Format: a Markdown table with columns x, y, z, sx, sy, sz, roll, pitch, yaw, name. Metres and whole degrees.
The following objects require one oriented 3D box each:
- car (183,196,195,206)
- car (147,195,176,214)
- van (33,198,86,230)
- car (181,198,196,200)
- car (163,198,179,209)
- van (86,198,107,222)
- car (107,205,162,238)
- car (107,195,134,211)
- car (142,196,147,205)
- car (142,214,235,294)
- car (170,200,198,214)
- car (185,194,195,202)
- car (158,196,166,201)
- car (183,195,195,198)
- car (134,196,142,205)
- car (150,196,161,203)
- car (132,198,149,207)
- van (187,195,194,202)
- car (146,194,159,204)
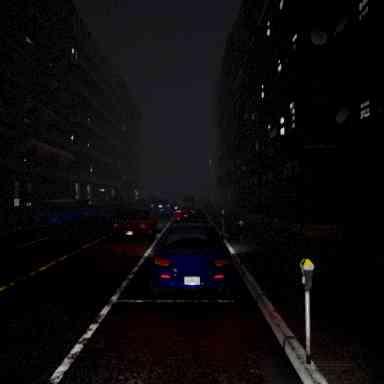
| x | y | z | sx | sy | sz | roll | pitch | yaw | name |
| --- | --- | --- | --- | --- | --- | --- | --- | --- | --- |
| -0.474 | 1.553 | 59.411 | 1.967 | 1.590 | 4.097 | 1 | 0 | 0 | car |
| -3.022 | 1.394 | 33.908 | 2.097 | 1.767 | 4.553 | 0 | 0 | 0 | car |
| -8.313 | 1.359 | 20.753 | 1.690 | 1.788 | 3.998 | 2 | 0 | 0 | van |
| -0.439 | 1.582 | 31.754 | 1.887 | 1.381 | 4.507 | 1 | 0 | 0 | car |
| -2.925 | 1.639 | 47.565 | 1.994 | 1.385 | 4.181 | 0 | 0 | 0 | car |
| -8.314 | 1.368 | 26.285 | 1.690 | 1.788 | 3.998 | 1 | 0 | 0 | van |
| -2.925 | 1.614 | 17.754 | 1.895 | 1.301 | 4.718 | 0 | 0 | 0 | car |
| -8.314 | 1.365 | 37.346 | 2.192 | 1.841 | 5.009 | 1 | 0 | 0 | car |
| -5.774 | 1.188 | 46.804 | 1.837 | 1.490 | 4.892 | 0 | 0 | 0 | car |
| 0.002 | 1.531 | 8.653 | 1.812 | 1.442 | 4.674 | 0 | 0 | 0 | car |
| -0.438 | 1.572 | 26.224 | 1.887 | 1.381 | 4.507 | 1 | 0 | 0 | car |
| -0.474 | 1.521 | 81.536 | 2.192 | 1.841 | 5.009 | 1 | 0 | 0 | car |
| -8.328 | 1.847 | 92.652 | 1.802 | 1.307 | 4.206 | 1 | 0 | 0 | car |
| -0.430 | 1.490 | 37.286 | 1.967 | 1.590 | 4.097 | 1 | 0 | 0 | car |
| -8.315 | 1.379 | 42.875 | 2.192 | 1.841 | 5.009 | 1 | 0 | 0 | car |
| -8.325 | 1.725 | 76.058 | 1.887 | 1.381 | 4.507 | 1 | 0 | 0 | car |
| -8.322 | 1.660 | 53.938 | 1.947 | 1.339 | 4.313 | 1 | 0 | 0 | car |
| -0.476 | 1.575 | 87.068 | 1.690 | 1.788 | 3.998 | 1 | 0 | 0 | van |
| -8.319 | 1.471 | 70.528 | 2.192 | 1.841 | 5.009 | 1 | 0 | 0 | car |
